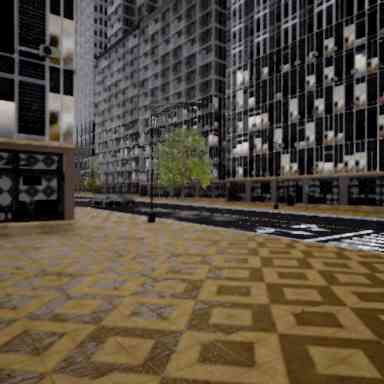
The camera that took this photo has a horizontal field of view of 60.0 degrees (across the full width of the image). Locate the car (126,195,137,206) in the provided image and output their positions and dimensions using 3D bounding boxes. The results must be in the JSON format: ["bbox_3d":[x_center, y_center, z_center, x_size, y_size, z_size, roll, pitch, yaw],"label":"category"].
[{"bbox_3d":[-8.629,0.964,40.064,2.033,1.411,5.357,0,1,-38],"label":"car"}]

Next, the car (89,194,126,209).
[{"bbox_3d":[-9.227,1.062,35.546,1.895,1.301,4.718,0,1,-38],"label":"car"}]
